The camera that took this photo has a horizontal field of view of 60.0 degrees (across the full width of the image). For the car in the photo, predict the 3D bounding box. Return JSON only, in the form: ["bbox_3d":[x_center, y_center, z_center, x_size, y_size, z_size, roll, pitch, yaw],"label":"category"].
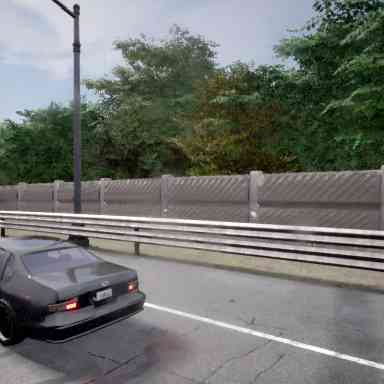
[{"bbox_3d":[-3.322,1.569,6.376,5.357,1.411,2.033,0,0,36],"label":"car"}]
